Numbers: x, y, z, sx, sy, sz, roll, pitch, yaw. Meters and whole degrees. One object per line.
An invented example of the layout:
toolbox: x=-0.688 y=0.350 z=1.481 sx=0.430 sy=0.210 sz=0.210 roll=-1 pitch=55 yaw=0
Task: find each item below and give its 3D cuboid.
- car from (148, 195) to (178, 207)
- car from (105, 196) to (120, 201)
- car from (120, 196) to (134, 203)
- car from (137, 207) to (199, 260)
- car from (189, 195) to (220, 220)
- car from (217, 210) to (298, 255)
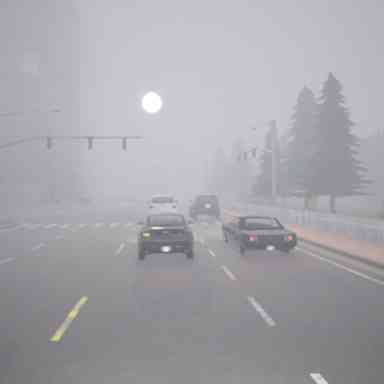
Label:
car: x=-2.287 y=1.249 z=26.201 sx=2.150 sy=2.045 sz=5.566 roll=0 pitch=0 yaw=-5
car: x=-20.565 y=1.651 z=86.405 sx=2.033 sy=1.411 sz=5.357 roll=0 pitch=0 yaw=-44
car: x=-13.733 y=1.623 z=72.013 sx=2.128 sy=1.511 sz=4.902 roll=0 pitch=0 yaw=-5
car: x=-0.987 y=1.513 z=12.514 sx=1.837 sy=1.490 sz=4.892 roll=0 pitch=-1 yaw=-5
car: x=1.015 y=1.235 z=28.626 sx=2.150 sy=2.045 sz=5.566 roll=0 pitch=0 yaw=-5
car: x=2.452 y=1.596 z=13.391 sx=1.895 sy=1.301 sz=4.718 roll=0 pitch=0 yaw=-5
